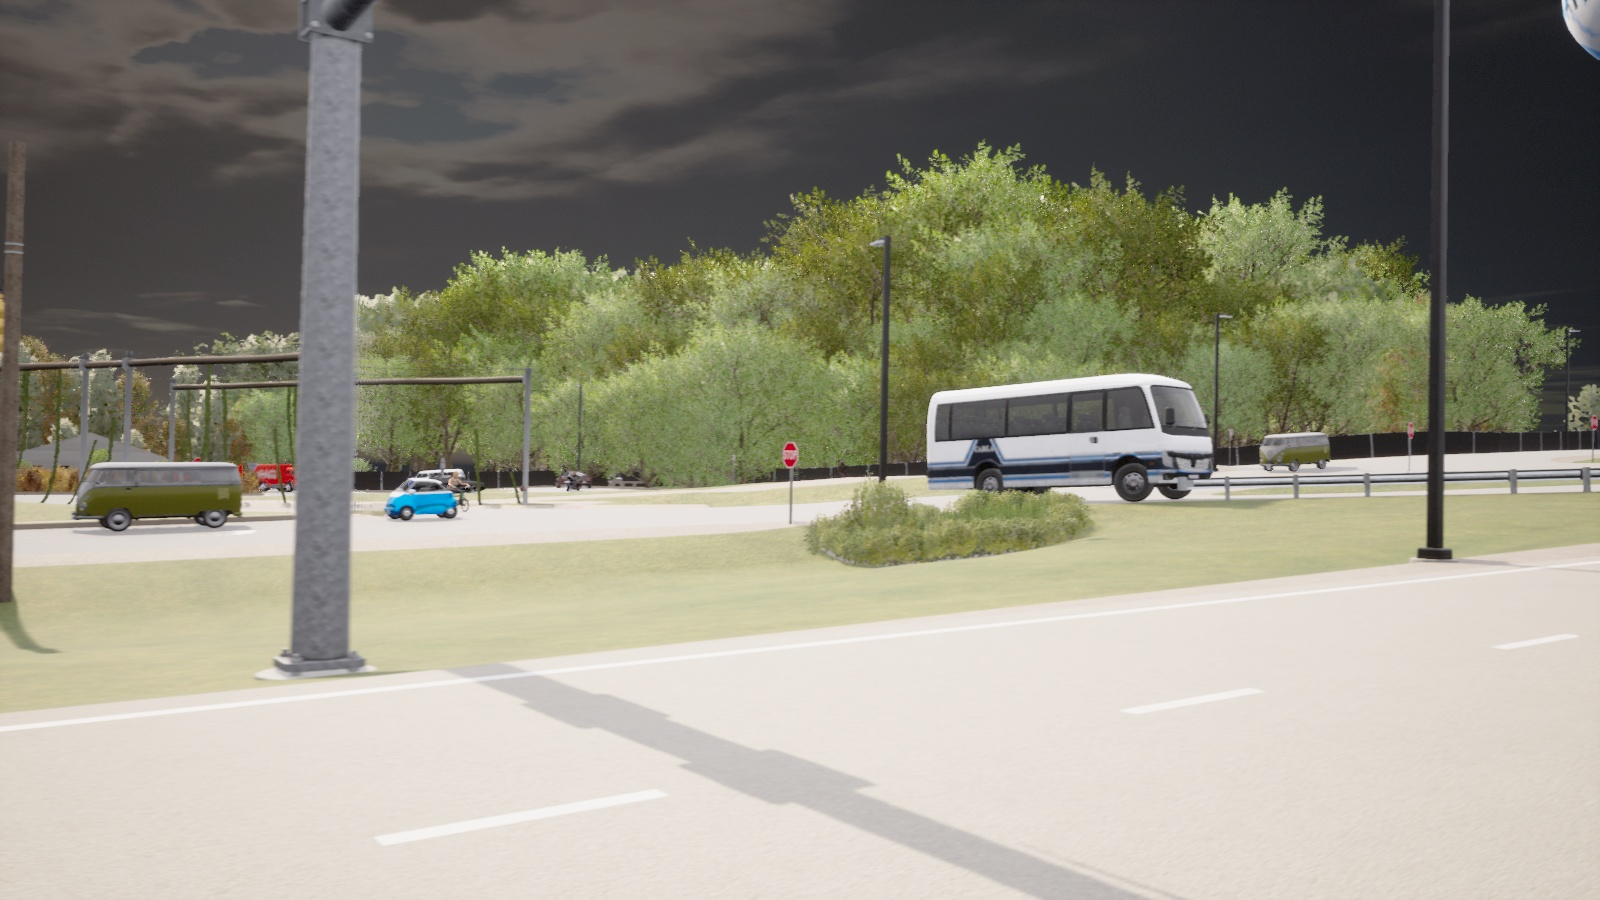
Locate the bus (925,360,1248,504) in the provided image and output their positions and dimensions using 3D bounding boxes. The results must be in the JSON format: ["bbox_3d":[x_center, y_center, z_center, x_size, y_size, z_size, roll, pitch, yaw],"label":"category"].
[{"bbox_3d":[9.623,-0.365,43.542,3.944,4.253,10.273,1,-4,-44],"label":"bus"}]

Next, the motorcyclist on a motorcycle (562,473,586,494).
[{"bbox_3d":[-16.994,2.482,94.512,0.866,1.530,2.191,-1,0,16],"label":"motorcyclist on a motorcycle"}]

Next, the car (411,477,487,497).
[{"bbox_3d":[-23.868,2.503,85.522,4.718,1.301,1.895,0,-1,-26],"label":"car"}]

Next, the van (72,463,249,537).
[{"bbox_3d":[-18.904,1.424,37.220,4.442,1.987,1.775,-1,0,-36],"label":"van"}]

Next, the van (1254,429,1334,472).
[{"bbox_3d":[26.188,0.000,66.529,4.442,1.987,1.775,-4,2,-36],"label":"van"}]

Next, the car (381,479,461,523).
[{"bbox_3d":[-12.580,1.667,41.674,2.207,1.376,1.481,0,0,-34],"label":"car"}]

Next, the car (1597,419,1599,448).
[{"bbox_3d":[53.860,-1.097,81.530,3.866,1.878,1.905,-1,1,-28],"label":"car"}]
